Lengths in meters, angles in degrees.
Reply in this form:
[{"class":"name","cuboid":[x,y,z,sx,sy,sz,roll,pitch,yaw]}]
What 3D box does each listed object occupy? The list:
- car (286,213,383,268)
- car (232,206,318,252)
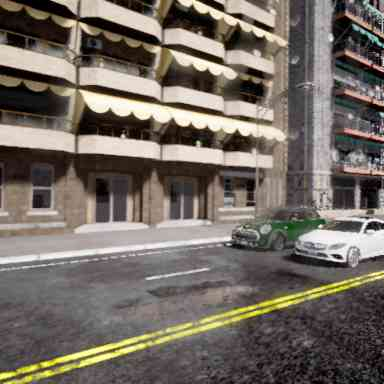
[{"class":"car","cuboid":[5.632,1.608,11.685,4.674,1.442,1.812,1,0,-35]},{"class":"car","cuboid":[3.886,1.436,14.431,4.553,1.767,2.097,1,0,-35]}]
